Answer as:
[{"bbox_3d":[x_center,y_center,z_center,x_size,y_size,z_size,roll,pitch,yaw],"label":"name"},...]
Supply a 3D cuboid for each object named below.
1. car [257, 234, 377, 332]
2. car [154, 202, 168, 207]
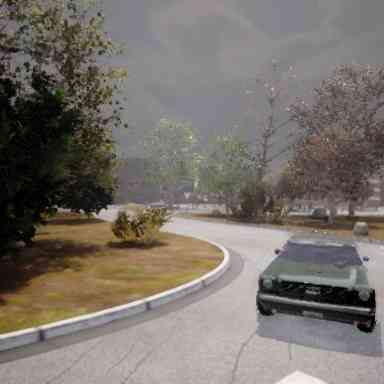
[{"bbox_3d":[2.790,1.662,7.253,1.895,1.301,4.718,1,-1,24],"label":"car"},{"bbox_3d":[-3.793,1.840,37.997,2.128,1.511,4.902,1,-1,-6],"label":"car"}]
